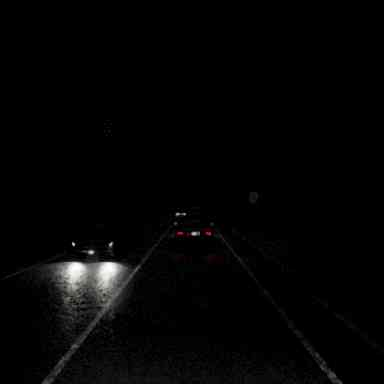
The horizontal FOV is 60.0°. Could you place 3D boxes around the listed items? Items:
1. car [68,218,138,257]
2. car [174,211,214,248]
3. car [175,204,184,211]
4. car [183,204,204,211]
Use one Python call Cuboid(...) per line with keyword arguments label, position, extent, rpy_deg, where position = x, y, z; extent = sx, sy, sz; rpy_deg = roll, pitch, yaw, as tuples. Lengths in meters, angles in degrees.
Cuboid(label="car", position=(-3.601, 1.839, 14.543), extent=(2.033, 1.411, 5.357), rpy_deg=(0, -1, 0))
Cuboid(label="car", position=(0.099, 1.888, 16.651), extent=(2.033, 1.411, 5.357), rpy_deg=(0, -1, 0))
Cuboid(label="car", position=(-1.385, 2.788, 56.130), extent=(2.033, 1.411, 5.357), rpy_deg=(1, -1, 10))
Cuboid(label="car", position=(0.356, 2.315, 38.189), extent=(1.882, 1.535, 5.008), rpy_deg=(0, -1, 2))
